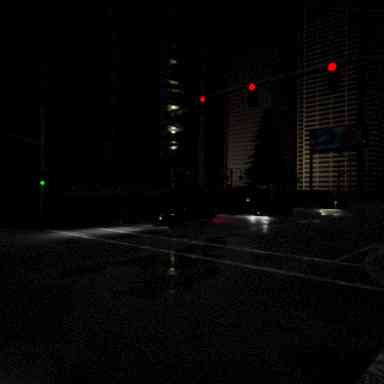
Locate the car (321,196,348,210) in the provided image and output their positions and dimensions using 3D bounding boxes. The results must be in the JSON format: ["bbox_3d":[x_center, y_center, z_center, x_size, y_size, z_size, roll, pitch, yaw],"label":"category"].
[{"bbox_3d":[18.716,1.336,43.633,2.097,1.767,4.553,0,0,44],"label":"car"}]

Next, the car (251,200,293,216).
[{"bbox_3d":[7.906,1.524,32.283,2.033,1.411,5.357,0,0,44],"label":"car"}]

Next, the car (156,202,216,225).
[{"bbox_3d":[-0.366,1.463,23.569,2.128,1.511,4.902,0,0,44],"label":"car"}]
